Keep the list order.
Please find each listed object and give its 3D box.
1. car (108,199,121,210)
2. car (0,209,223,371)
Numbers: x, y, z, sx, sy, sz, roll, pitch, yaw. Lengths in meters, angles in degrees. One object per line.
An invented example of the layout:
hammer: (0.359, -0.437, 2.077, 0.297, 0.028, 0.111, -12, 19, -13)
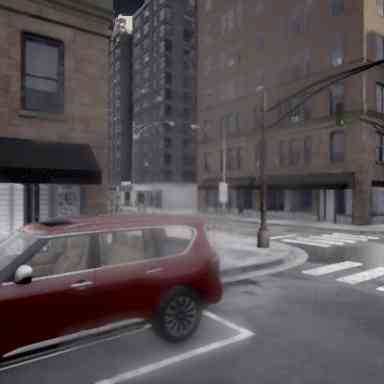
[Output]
car: (-9.568, 1.531, 36.845, 2.097, 1.767, 4.553, 0, 0, -35)
car: (-1.798, 1.318, 4.919, 5.009, 1.841, 2.192, 0, 0, -35)
